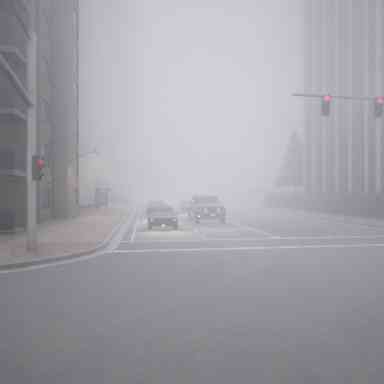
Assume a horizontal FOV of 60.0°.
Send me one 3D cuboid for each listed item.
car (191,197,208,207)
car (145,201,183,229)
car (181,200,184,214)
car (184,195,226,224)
[{"bbox_3d":[1.097,1.564,51.038,1.994,1.385,4.181,0,0,-8],"label":"car"},{"bbox_3d":[-2.022,1.547,21.870,2.033,1.411,5.357,0,0,-8],"label":"car"},{"bbox_3d":[-0.440,1.547,35.926,2.033,1.411,5.357,0,0,-8],"label":"car"},{"bbox_3d":[1.023,1.221,25.369,2.150,2.045,5.566,0,0,-8],"label":"car"}]
